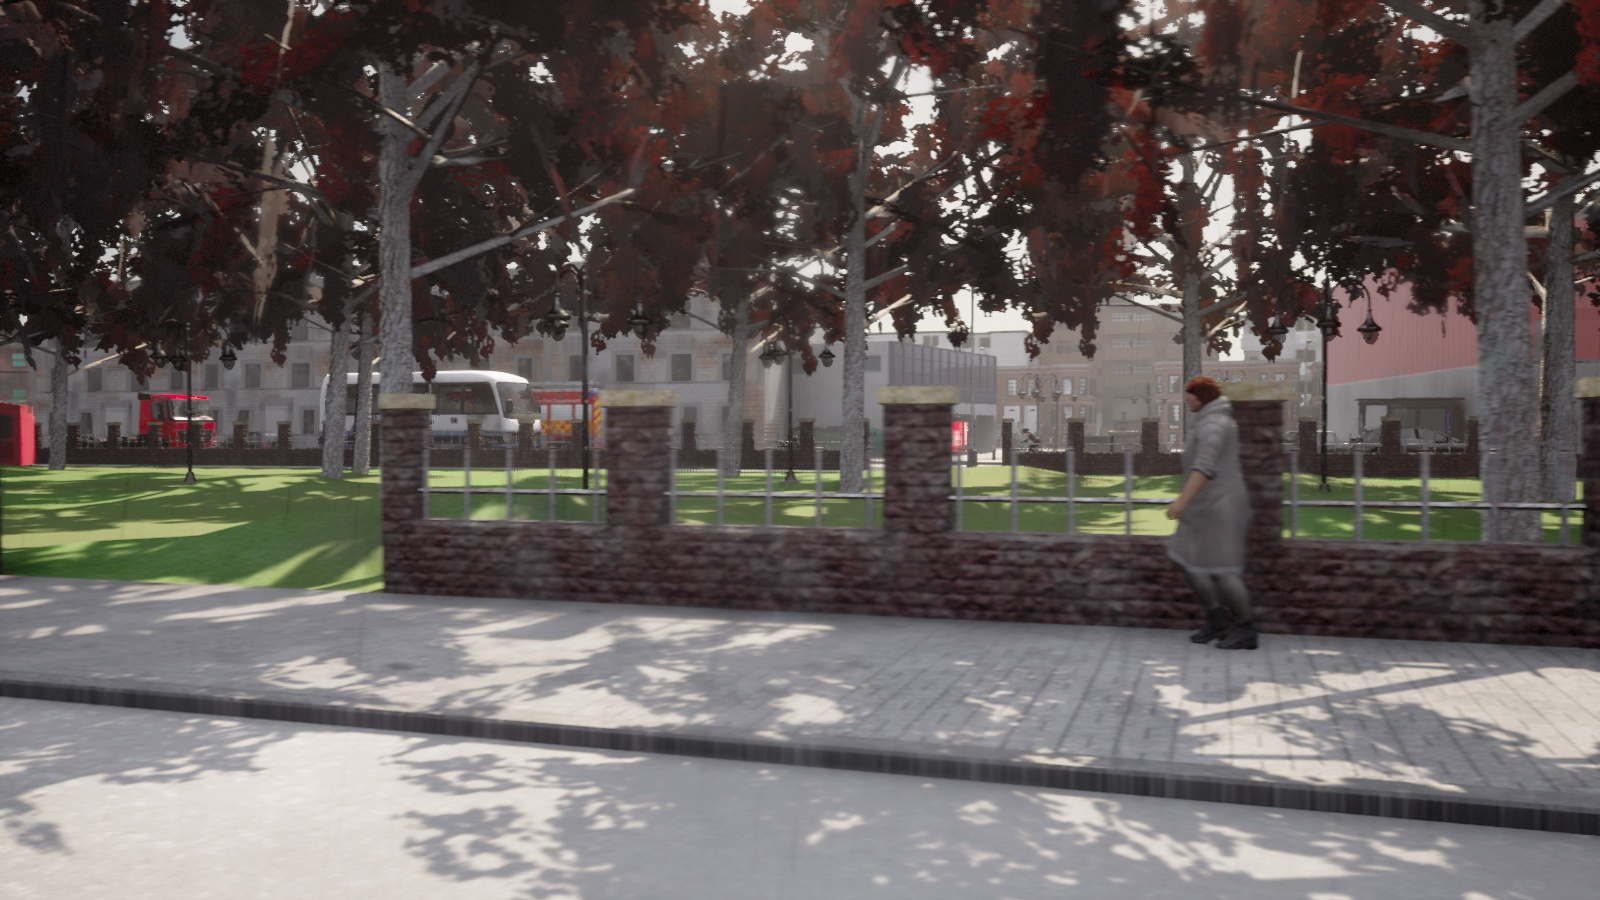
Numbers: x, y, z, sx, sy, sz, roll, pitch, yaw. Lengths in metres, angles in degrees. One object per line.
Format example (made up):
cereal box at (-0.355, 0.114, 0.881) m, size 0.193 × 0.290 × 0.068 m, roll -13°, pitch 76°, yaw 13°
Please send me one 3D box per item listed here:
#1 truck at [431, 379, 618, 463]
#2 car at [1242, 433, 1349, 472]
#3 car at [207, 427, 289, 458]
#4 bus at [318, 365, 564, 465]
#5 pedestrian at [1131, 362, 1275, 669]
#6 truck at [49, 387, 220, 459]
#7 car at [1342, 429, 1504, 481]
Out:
truck at (-13.184, -1.384, 60.123) m, size 8.468 × 3.827 × 2.891 m, roll 1°, pitch 1°, yaw 19°
car at (19.361, 0.079, 49.215) m, size 3.806 × 1.475 × 1.970 m, roll 1°, pitch 1°, yaw 19°
car at (-28.711, -0.400, 65.337) m, size 3.705 × 1.549 × 1.789 m, roll 1°, pitch 1°, yaw 19°
bus at (-16.251, -1.558, 56.928) m, size 10.273 × 4.253 × 3.944 m, roll 1°, pitch 1°, yaw 18°
pedestrian at (2.714, 0.410, 8.448) m, size 0.873 × 1.952 × 0.659 m, roll 1°, pitch 1°, yaw 20°
truck at (-33.166, -1.337, 62.611) m, size 7.936 × 3.462 × 2.891 m, roll 1°, pitch 1°, yaw 19°
car at (21.803, 0.134, 44.173) m, size 4.856 × 1.649 × 2.033 m, roll 2°, pitch 1°, yaw 19°
